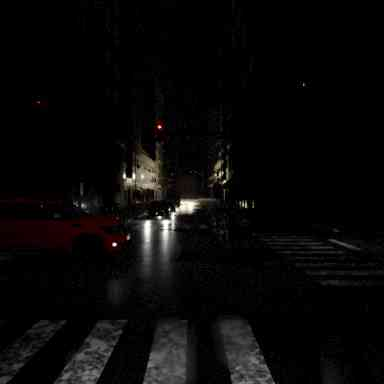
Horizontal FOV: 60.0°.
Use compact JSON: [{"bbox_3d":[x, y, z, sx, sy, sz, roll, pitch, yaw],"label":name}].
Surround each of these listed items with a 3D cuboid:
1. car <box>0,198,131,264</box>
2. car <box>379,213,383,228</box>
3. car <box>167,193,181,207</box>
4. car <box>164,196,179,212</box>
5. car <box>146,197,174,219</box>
[{"bbox_3d":[-4.971,1.228,11.414,5.566,2.045,2.150,0,0,0],"label":"car"},{"bbox_3d":[12.338,1.282,16.892,5.009,1.841,2.192,0,0,0],"label":"car"},{"bbox_3d":[-2.874,1.197,49.552,2.150,2.045,5.566,0,0,0],"label":"car"},{"bbox_3d":[-2.864,1.511,39.152,1.812,1.442,4.674,0,0,0],"label":"car"},{"bbox_3d":[-2.865,1.496,29.285,1.837,1.490,4.892,0,0,0],"label":"car"}]
